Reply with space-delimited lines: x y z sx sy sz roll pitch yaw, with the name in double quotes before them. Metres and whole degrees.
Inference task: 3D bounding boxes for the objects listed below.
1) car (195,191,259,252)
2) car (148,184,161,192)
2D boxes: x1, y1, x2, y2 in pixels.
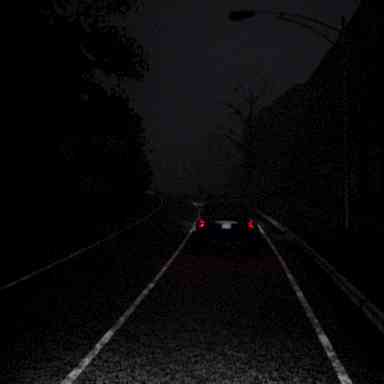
"car" 1.328 1.031 12.695 2.097 1.767 4.553 0 2 6
"car" -7.152 -0.754 63.347 1.812 1.442 4.674 2 2 -17
